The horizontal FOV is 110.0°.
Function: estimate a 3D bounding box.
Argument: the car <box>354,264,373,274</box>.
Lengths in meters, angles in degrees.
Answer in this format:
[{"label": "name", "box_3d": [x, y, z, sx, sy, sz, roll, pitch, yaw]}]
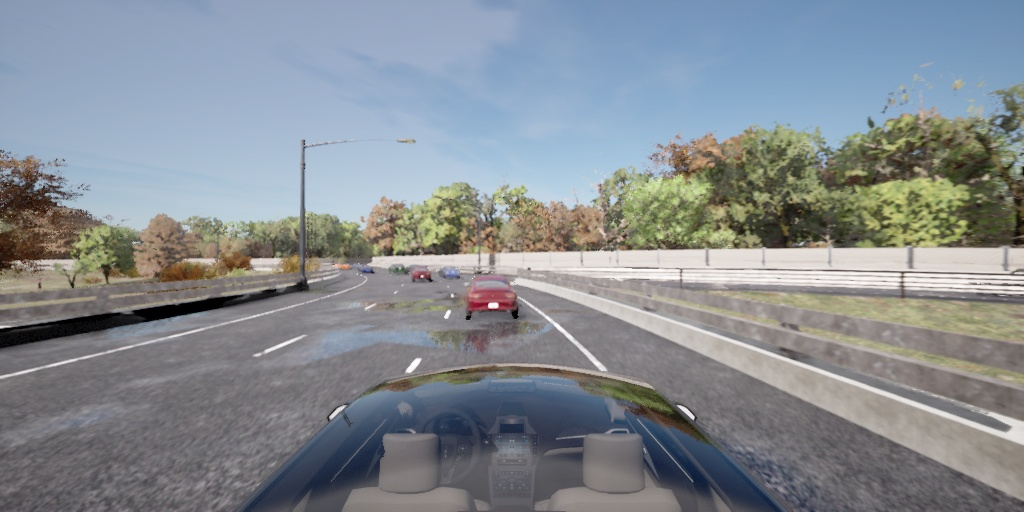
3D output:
[{"label": "car", "box_3d": [-24.485, 2.244, 59.735, 1.994, 1.385, 4.181, 0, -1, -33]}]

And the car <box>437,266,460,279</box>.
[{"label": "car", "box_3d": [-7.411, 1.895, 41.784, 2.033, 1.411, 5.357, 0, -1, -21]}]

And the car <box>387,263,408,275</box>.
[{"label": "car", "box_3d": [-17.865, 1.942, 55.535, 2.097, 1.767, 4.553, 0, -1, -30]}]

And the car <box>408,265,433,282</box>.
[{"label": "car", "box_3d": [-9.213, 1.802, 36.173, 1.812, 1.442, 4.674, 0, -1, -18]}]

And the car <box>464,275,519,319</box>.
[{"label": "car", "box_3d": [-0.844, 1.448, 13.738, 1.812, 1.442, 4.674, 0, -1, -6]}]

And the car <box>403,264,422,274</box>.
[{"label": "car", "box_3d": [-16.791, 2.184, 60.583, 1.994, 1.385, 4.181, -5, 3, -31]}]

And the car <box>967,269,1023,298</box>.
[{"label": "car", "box_3d": [28.660, 1.459, 19.754, 4.553, 1.767, 2.097, 1, 0, 32]}]
